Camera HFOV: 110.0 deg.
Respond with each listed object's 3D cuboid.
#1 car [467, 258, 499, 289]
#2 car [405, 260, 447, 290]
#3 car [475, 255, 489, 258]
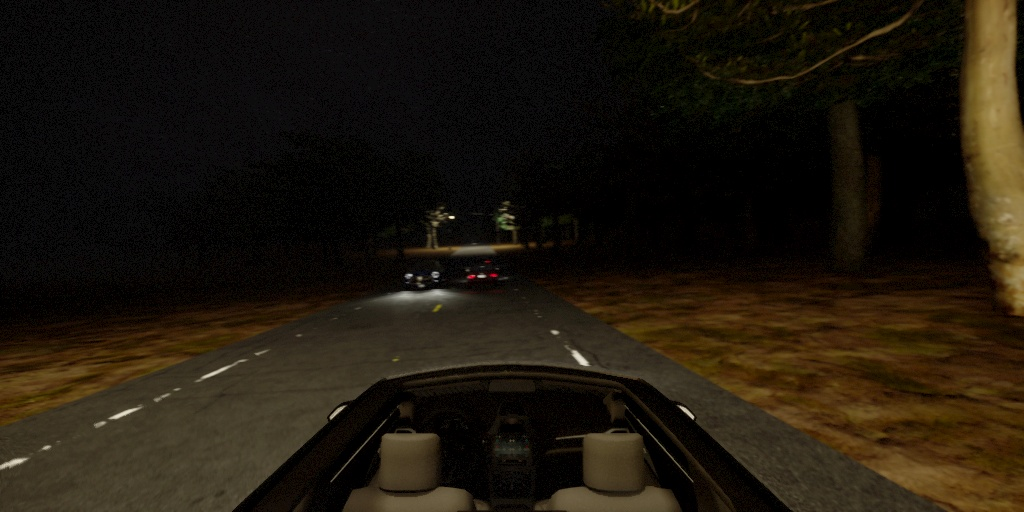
[{"bbox_3d":[-1.787,1.103,21.979,2.033,1.411,5.357,-3,1,-4],"label":"car"},{"bbox_3d":[-5.443,1.094,22.926,2.097,1.767,4.553,-3,1,-5],"label":"car"},{"bbox_3d":[-3.099,0.666,37.270,1.837,1.490,4.892,-3,3,-4],"label":"car"}]
